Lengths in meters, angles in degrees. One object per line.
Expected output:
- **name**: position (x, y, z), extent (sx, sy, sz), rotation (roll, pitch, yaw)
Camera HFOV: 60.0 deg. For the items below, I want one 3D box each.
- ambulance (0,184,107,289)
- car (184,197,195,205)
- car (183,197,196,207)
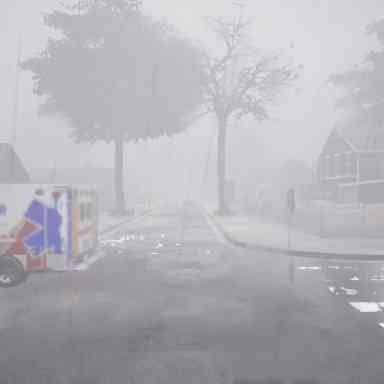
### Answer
- **ambulance**: position (-5.683, 1.046, 8.767), extent (6.366, 2.431, 2.351), rotation (0, 0, 0)
- **car**: position (-0.491, 1.592, 61.678), extent (1.895, 1.301, 4.718), rotation (0, 0, 0)
- **car**: position (-0.410, 1.518, 51.646), extent (1.812, 1.442, 4.674), rotation (0, 0, 0)
